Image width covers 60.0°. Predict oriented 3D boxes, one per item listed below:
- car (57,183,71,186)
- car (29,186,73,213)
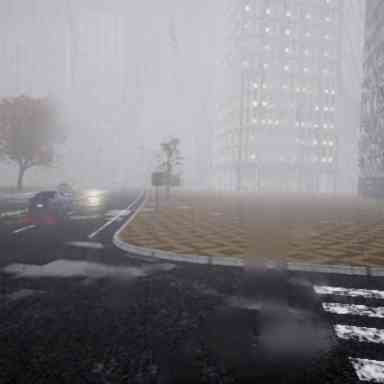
[{"bbox_3d":[-19.048,-0.592,49.644,1.812,1.442,4.674,1,2,-7],"label":"car"},{"bbox_3d":[-9.566,0.575,22.767,1.812,1.442,4.674,2,2,-5],"label":"car"}]
